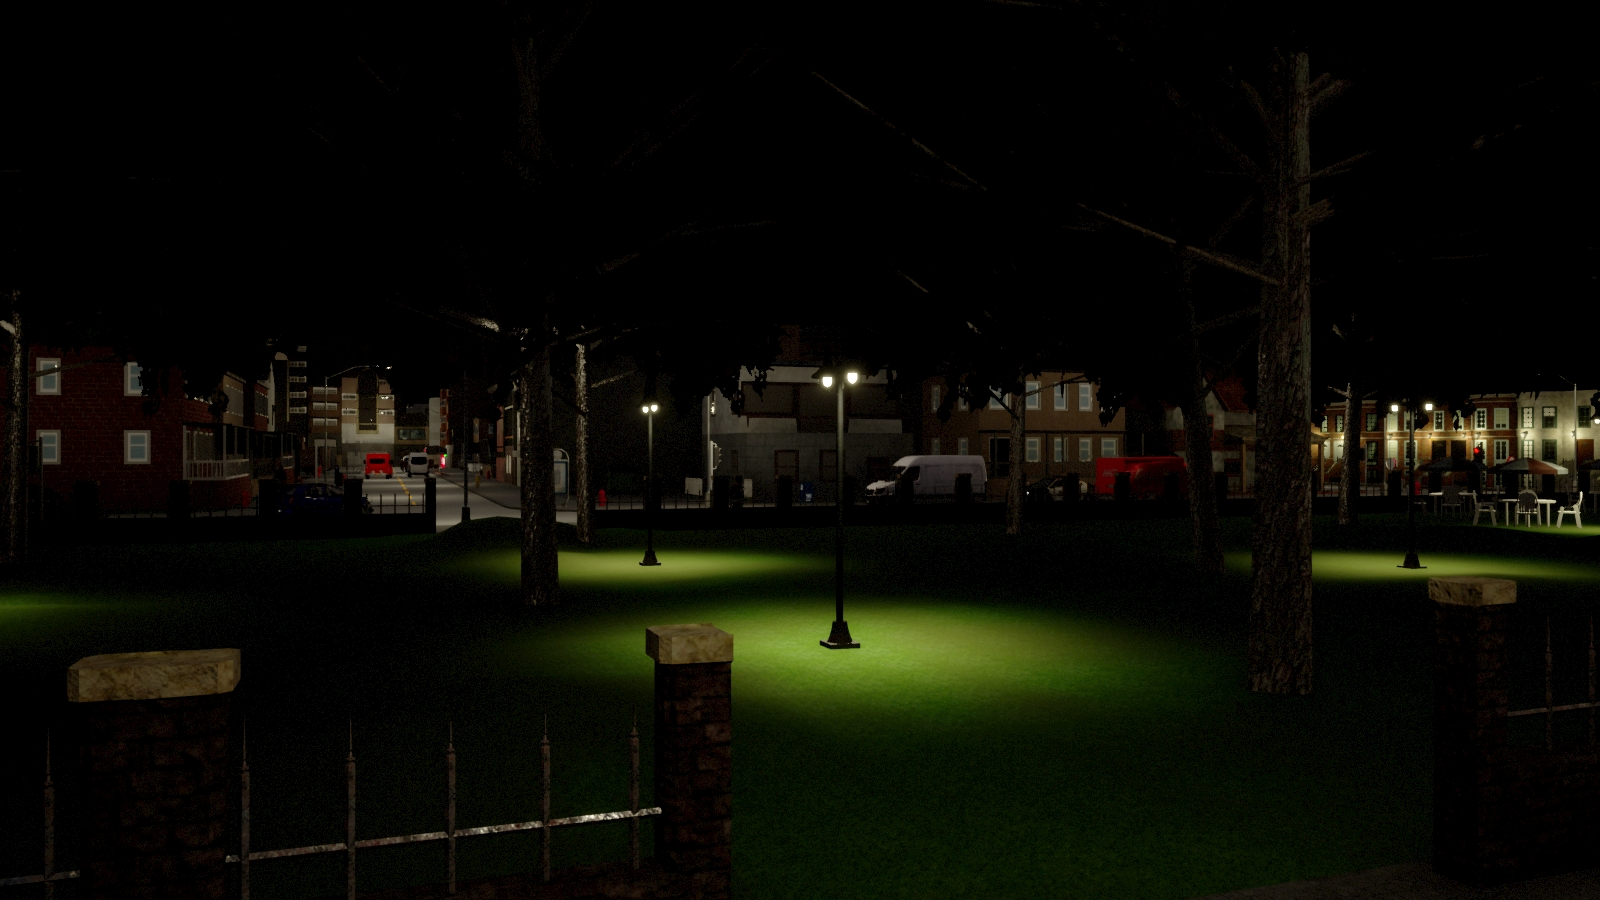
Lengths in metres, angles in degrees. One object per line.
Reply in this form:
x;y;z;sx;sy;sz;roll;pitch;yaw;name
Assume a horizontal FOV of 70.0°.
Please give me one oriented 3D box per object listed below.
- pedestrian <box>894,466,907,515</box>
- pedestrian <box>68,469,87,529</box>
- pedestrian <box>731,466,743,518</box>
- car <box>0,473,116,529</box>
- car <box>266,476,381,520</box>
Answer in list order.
3.845;1.525;43.575;0.375;1.860;0.375;0;0;-17;pedestrian
-22.706;1.525;35.895;0.375;1.860;0.375;0;0;34;pedestrian
-2.278;1.525;41.287;0.375;1.860;0.375;0;0;-20;pedestrian
-25.793;1.686;38.334;4.553;1.767;2.097;0;0;-20;car
-18.330;1.818;44.047;1.845;1.501;3.633;0;0;38;car
